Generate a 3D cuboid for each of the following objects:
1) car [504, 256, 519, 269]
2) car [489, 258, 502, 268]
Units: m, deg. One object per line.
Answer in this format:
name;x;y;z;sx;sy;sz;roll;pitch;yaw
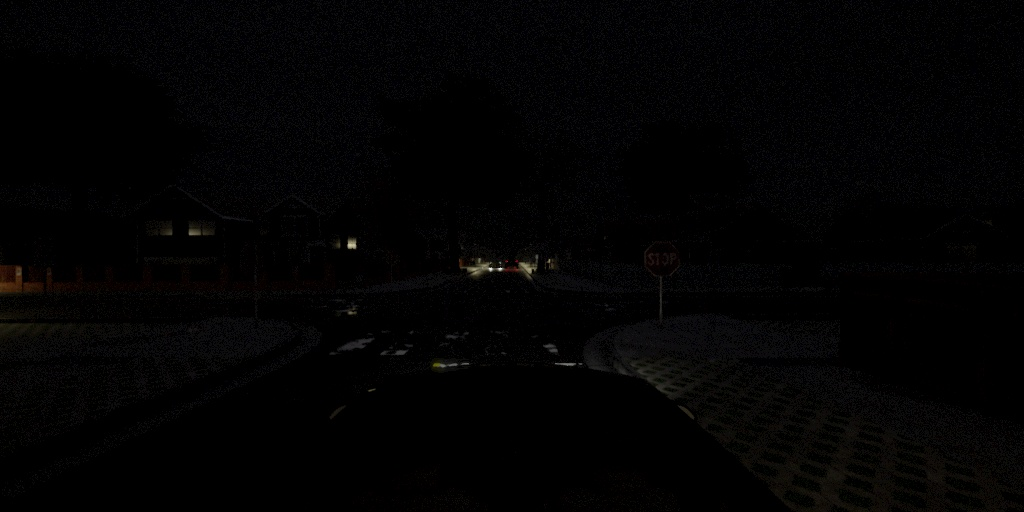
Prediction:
car;-0.066;0.996;58.141;2.150;2.045;5.566;0;0;0
car;-2.820;1.129;62.308;2.097;1.767;4.553;0;0;0
